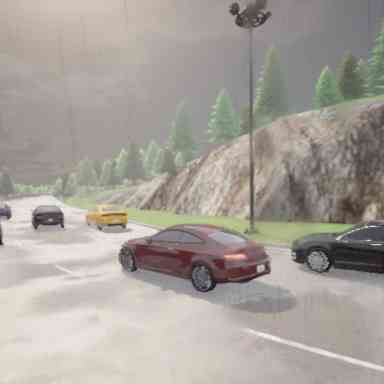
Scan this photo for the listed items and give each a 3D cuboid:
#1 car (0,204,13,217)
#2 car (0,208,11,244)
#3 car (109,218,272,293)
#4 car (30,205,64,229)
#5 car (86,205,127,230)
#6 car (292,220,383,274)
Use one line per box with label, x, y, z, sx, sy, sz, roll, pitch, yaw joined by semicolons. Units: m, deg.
car;-18.665;1.859;32.373;1.812;1.442;4.674;0;0;-26
car;-10.200;1.720;16.158;2.033;1.411;5.357;0;0;-31
car;-0.110;1.583;9.075;4.674;1.442;1.812;-1;0;44
car;-10.401;1.700;23.856;1.882;1.535;5.008;0;0;-28
car;-5.985;1.664;22.995;1.882;1.535;5.008;0;0;-29
car;5.233;1.527;9.109;4.892;1.490;1.837;0;1;37
